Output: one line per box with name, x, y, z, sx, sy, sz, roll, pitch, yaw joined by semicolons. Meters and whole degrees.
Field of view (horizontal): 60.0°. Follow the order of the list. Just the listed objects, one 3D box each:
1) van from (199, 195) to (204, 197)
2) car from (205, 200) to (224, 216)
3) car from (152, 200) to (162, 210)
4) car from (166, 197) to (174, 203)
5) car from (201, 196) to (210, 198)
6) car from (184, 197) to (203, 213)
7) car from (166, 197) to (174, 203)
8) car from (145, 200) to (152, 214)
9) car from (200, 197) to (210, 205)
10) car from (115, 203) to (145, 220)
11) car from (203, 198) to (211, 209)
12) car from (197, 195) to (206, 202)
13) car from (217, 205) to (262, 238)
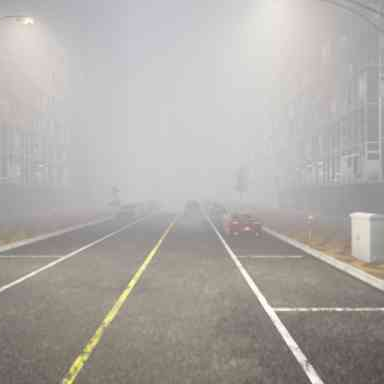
van;2.673;1.729;64.001;1.690;1.788;3.998;0;0;0
car;2.681;1.794;35.538;1.947;1.339;4.313;0;0;0
car;-5.703;1.838;46.927;1.887;1.381;4.507;0;0;0
car;-5.716;2.051;86.776;2.008;1.369;4.403;0;0;0
car;2.674;1.923;58.306;1.947;1.339;4.313;0;0;0
car;0.088;1.738;41.137;1.882;1.535;5.008;0;-1;0
car;-5.714;1.997;80.913;1.752;1.417;4.829;0;0;0
car;-5.700;1.809;35.543;1.802;1.307;4.206;0;0;0
car;2.671;1.857;69.692;1.967;1.590;4.097;0;0;0
car;-5.698;1.738;29.849;1.887;1.381;4.507;0;0;0
car;2.677;1.860;46.922;1.947;1.339;4.313;0;0;0
car;2.665;1.843;92.460;2.192;1.841;5.009;0;0;0
car;2.686;1.669;18.461;1.887;1.381;4.507;0;0;0
